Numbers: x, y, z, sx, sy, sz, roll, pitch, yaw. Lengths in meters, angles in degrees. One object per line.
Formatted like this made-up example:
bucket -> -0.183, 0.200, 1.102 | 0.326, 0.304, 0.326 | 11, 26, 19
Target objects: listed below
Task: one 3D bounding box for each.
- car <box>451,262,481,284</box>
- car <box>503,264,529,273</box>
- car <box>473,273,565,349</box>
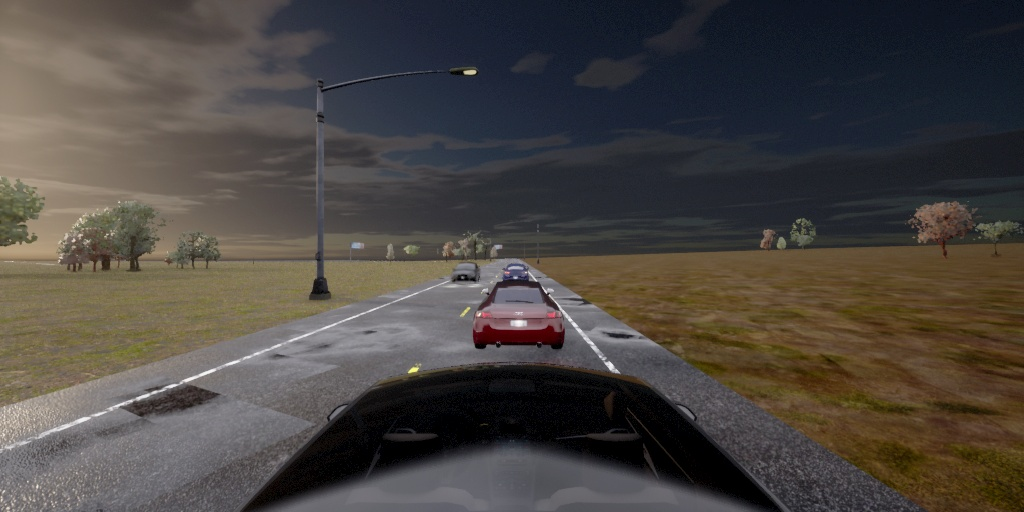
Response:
car -> -3.405, 1.260, 27.310 | 1.837, 1.490, 4.892 | 0, 0, 0
car -> 0.292, 1.281, 26.460 | 1.812, 1.442, 4.674 | 0, 0, 1
car -> 0.155, 1.316, 9.169 | 1.994, 1.385, 4.181 | 0, 0, 1
